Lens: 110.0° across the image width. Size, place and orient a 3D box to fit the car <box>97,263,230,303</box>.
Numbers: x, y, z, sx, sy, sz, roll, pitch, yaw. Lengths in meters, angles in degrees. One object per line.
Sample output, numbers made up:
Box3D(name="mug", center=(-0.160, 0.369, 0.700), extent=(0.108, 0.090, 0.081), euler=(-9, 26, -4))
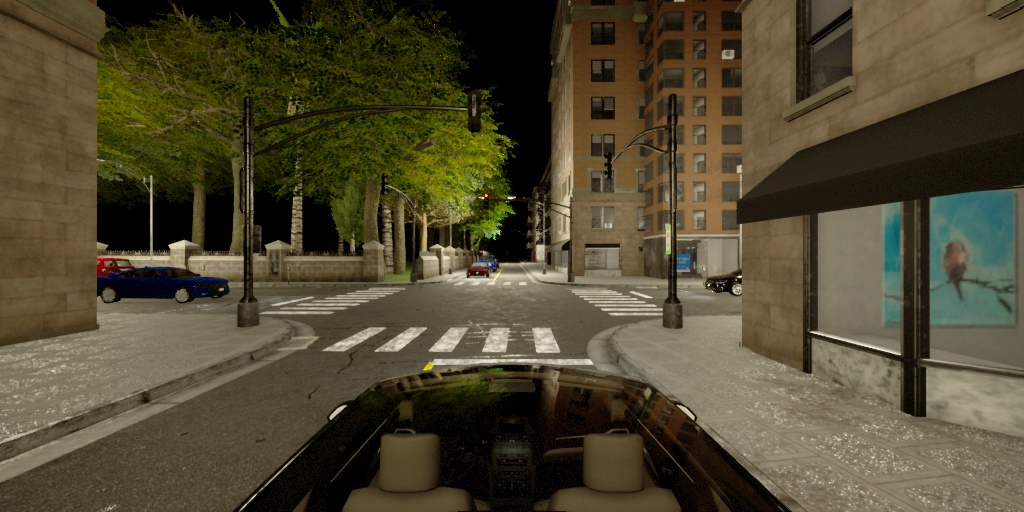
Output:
Box3D(name="car", center=(-15.350, 1.212, 15.859), extent=(5.008, 1.535, 1.882), euler=(0, 0, 0))

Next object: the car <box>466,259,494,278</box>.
Box3D(name="car", center=(-3.056, 1.293, 33.608), extent=(1.994, 1.385, 4.181), euler=(0, 0, 0))

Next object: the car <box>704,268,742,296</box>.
Box3D(name="car", center=(12.689, 1.271, 18.683), extent=(4.892, 1.490, 1.837), euler=(0, 0, 1))

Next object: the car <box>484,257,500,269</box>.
Box3D(name="car", center=(-3.017, 1.041, 54.183), extent=(2.097, 1.767, 4.553), euler=(0, 0, 0))

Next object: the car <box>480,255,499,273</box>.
Box3D(name="car", center=(-3.042, 0.932, 44.132), extent=(2.150, 2.045, 5.566), euler=(0, 0, 0))

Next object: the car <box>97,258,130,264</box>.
Box3D(name="car", center=(-25.924, 1.035, 21.778), extent=(5.009, 1.841, 2.192), euler=(0, 0, 1))
